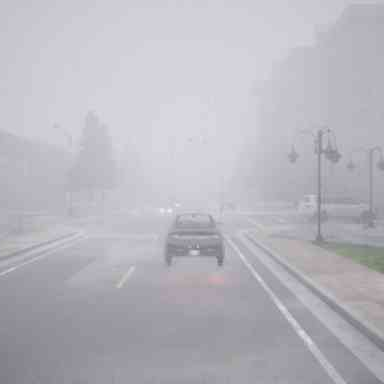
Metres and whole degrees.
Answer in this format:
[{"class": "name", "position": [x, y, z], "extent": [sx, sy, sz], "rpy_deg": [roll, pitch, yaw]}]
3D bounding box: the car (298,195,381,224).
[{"class": "car", "position": [10.730, 1.227, 24.532], "extent": [5.566, 2.045, 2.150], "rpy_deg": [0, 0, 3]}]

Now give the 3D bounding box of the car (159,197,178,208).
[{"class": "car", "position": [-3.582, 1.533, 47.889], "extent": [2.128, 1.511, 4.902], "rpy_deg": [0, 0, 0]}]

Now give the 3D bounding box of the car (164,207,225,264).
[{"class": "car", "position": [0.077, 1.501, 11.778], "extent": [2.128, 1.511, 4.902], "rpy_deg": [0, 0, 0]}]
